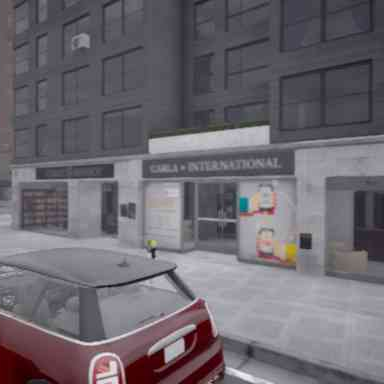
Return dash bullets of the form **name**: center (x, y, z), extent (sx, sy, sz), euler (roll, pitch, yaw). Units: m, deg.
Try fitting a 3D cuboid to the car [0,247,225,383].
- **car**: center (-1.736, 1.415, 4.086), extent (4.097, 1.590, 1.967), euler (0, 0, 35)
